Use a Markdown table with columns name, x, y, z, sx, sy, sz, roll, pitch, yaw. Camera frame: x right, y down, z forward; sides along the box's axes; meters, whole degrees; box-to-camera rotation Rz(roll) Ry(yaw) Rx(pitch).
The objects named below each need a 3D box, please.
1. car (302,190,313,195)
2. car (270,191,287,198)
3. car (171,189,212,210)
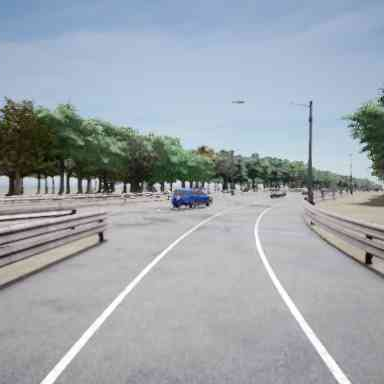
| name | x | y | z | sx | sy | sz | roll | pitch | yaw |
| --- | --- | --- | --- | --- | --- | --- | --- | --- | --- |
| car | 28.550 | 0.045 | 82.213 | 1.895 | 1.301 | 4.718 | 1 | 1 | 31 |
| car | 16.069 | 0.476 | 61.570 | 1.895 | 1.301 | 4.718 | 1 | 2 | 31 |
| car | 0.023 | 0.696 | 34.894 | 2.150 | 2.045 | 5.566 | 1 | 2 | 31 |
